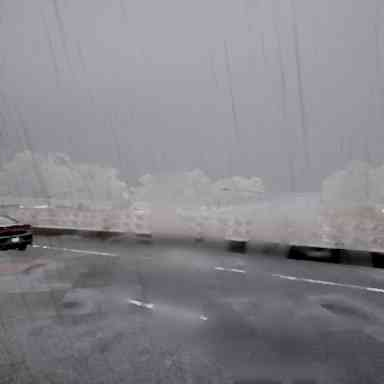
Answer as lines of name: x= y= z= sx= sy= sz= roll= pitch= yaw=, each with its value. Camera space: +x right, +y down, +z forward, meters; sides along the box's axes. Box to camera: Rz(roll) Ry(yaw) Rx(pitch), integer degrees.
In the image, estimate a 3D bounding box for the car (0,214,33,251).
car: x=-8.370 y=1.539 z=12.890 sx=5.008 sy=1.535 sz=1.882 roll=0 pitch=0 yaw=28
